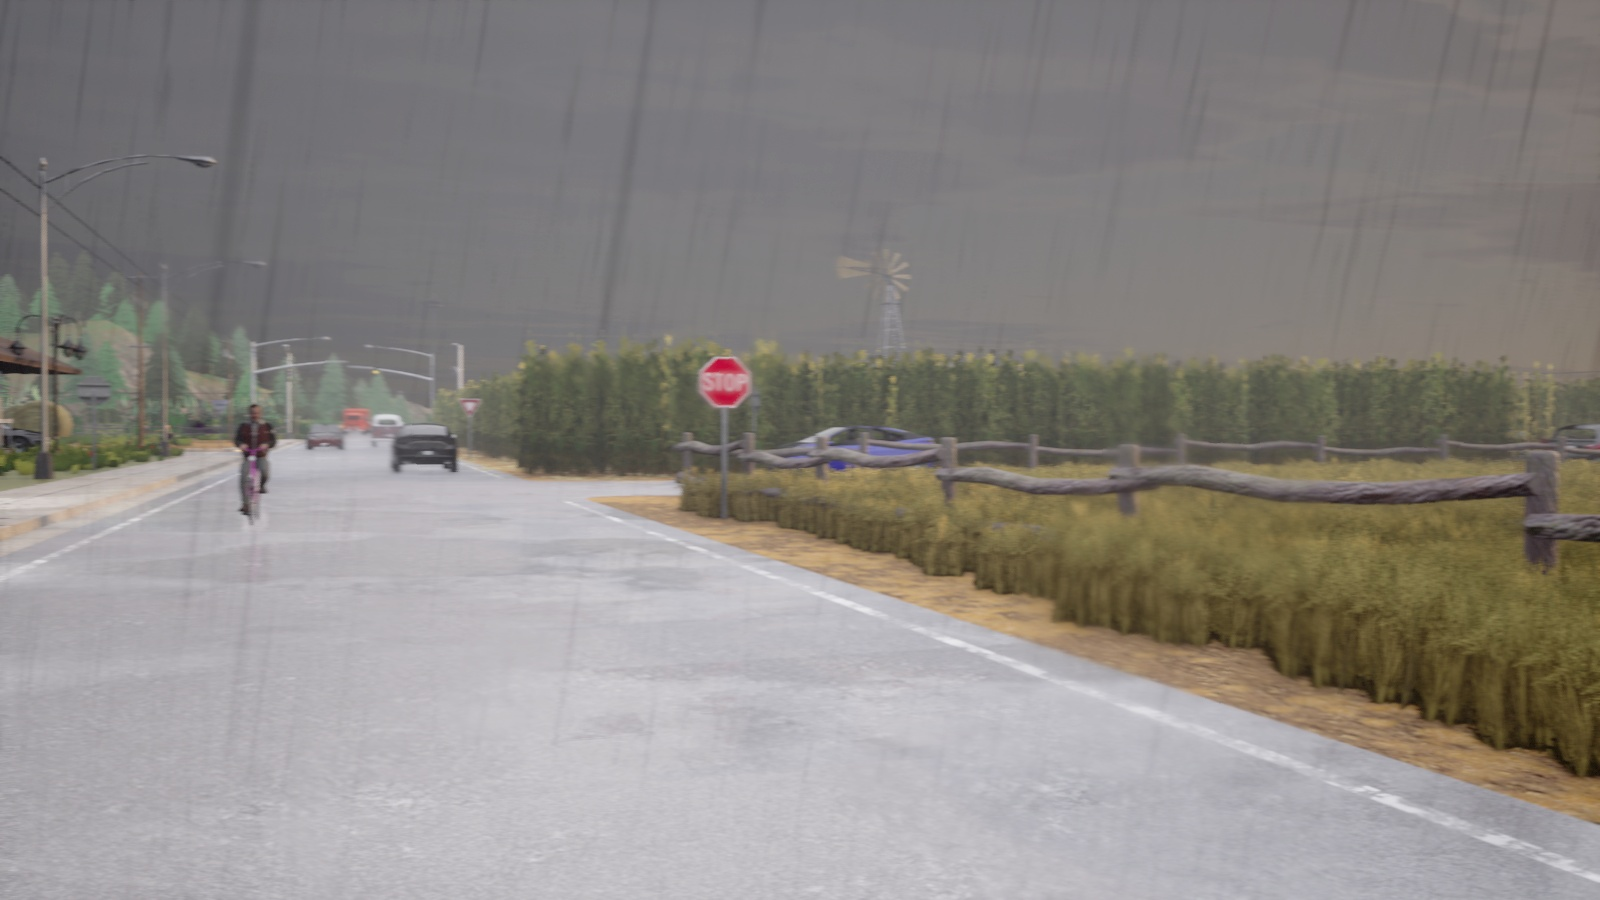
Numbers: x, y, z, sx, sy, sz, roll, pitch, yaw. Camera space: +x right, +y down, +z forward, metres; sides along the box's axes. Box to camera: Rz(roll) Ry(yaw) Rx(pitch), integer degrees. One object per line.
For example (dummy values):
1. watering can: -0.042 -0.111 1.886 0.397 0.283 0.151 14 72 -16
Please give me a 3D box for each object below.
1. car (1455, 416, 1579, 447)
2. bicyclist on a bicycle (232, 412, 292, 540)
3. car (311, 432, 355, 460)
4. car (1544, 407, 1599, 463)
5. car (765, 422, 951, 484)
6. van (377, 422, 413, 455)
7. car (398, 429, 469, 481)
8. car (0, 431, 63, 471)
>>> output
1. car: 31.737 -0.837 55.758 1.895 1.301 4.718 -1 1 -19
2. bicyclist on a bicycle: -7.865 0.351 18.424 0.659 1.776 1.843 -1 1 -19
3. car: -26.290 -0.271 70.813 2.163 1.488 4.792 -1 1 -19
4. car: 25.566 -0.517 38.572 4.611 1.667 2.242 -2 1 -19
5. car: 1.536 0.038 33.480 4.514 1.525 2.007 -1 1 -19
6. van: -25.960 -0.729 80.408 2.069 2.038 4.480 -1 1 -19
7. car: -11.718 0.106 39.930 1.882 1.535 5.008 -1 1 -19
8. car: -34.252 0.051 53.244 4.856 1.649 2.033 -1 1 -20
